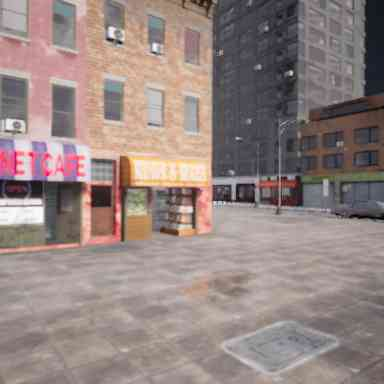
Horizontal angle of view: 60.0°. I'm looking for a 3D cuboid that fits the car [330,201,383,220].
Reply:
[{"bbox_3d":[12.259,1.296,22.649,2.033,1.411,5.357,0,1,-35],"label":"car"}]
